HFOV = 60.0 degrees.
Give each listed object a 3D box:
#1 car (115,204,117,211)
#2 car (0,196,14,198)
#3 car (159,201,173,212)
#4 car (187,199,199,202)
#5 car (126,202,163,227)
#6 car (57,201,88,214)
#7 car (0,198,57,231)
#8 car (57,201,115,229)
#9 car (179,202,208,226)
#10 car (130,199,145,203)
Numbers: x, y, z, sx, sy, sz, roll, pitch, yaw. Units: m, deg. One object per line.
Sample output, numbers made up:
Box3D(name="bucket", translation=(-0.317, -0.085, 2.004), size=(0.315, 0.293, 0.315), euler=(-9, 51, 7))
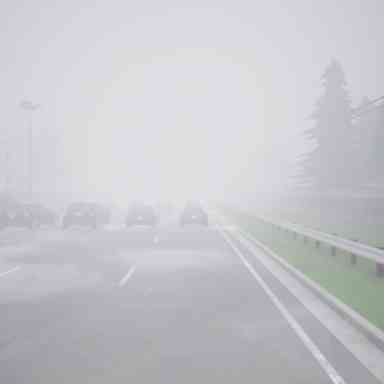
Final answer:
Box3D(name="car", translation=(-10.387, 1.755, 40.048), size=(1.895, 1.301, 4.718), euler=(0, 0, 0))
Box3D(name="car", translation=(-13.985, 1.317, 24.282), size=(2.150, 2.045, 5.566), euler=(0, 0, 0))
Box3D(name="car", translation=(-3.384, 1.761, 41.598), size=(1.895, 1.301, 4.718), euler=(0, 0, 0))
Box3D(name="car", translation=(0.118, 1.662, 43.848), size=(2.128, 1.511, 4.902), euler=(0, 0, 0))
Box3D(name="car", translation=(-3.388, 1.655, 23.518), size=(1.994, 1.385, 4.181), euler=(0, 0, 0))
Box3D(name="car", translation=(-13.935, 1.751, 39.033), size=(1.895, 1.301, 4.718), euler=(0, 0, 1))
Box3D(name="car", translation=(-10.390, 1.434, 21.369), size=(2.097, 1.767, 4.553), euler=(0, 0, 0))
Box3D(name="car", translation=(-6.890, 1.437, 22.264), size=(2.097, 1.767, 4.553), euler=(0, 0, 0))
Box3D(name="car", translation=(0.111, 1.658, 24.233), size=(1.994, 1.385, 4.181), euler=(0, 0, 0))
Box3D(name="car", translation=(-6.884, 1.657, 42.605), size=(2.128, 1.511, 4.902), euler=(0, 0, 0))
